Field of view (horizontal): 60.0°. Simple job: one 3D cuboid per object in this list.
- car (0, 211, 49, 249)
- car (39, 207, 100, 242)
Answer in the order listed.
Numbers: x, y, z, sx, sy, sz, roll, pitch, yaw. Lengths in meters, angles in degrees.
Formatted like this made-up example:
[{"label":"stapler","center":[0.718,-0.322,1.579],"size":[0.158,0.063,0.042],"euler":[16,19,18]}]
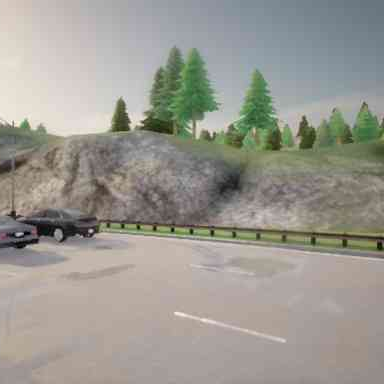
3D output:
[{"label":"car","center":[-8.395,1.560,13.167],"size":[5.357,1.411,2.033],"euler":[0,0,29]},{"label":"car","center":[-6.689,1.514,16.223],"size":[4.892,1.490,1.837],"euler":[0,0,29]}]
